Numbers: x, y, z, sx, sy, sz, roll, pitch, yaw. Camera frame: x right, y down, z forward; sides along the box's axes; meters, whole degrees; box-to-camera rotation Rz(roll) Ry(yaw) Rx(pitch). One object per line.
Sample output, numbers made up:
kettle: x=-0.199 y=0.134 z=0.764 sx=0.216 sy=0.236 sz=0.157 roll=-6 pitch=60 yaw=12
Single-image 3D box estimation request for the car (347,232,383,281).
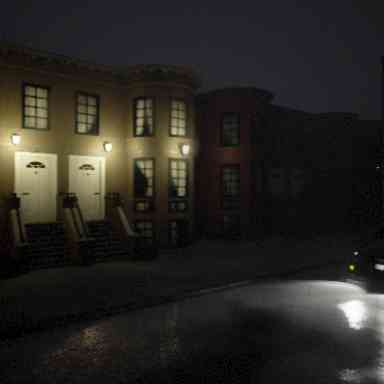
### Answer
car: x=6.029 y=1.576 z=8.903 sx=4.181 sy=1.385 sz=1.994 roll=0 pitch=0 yaw=-35
